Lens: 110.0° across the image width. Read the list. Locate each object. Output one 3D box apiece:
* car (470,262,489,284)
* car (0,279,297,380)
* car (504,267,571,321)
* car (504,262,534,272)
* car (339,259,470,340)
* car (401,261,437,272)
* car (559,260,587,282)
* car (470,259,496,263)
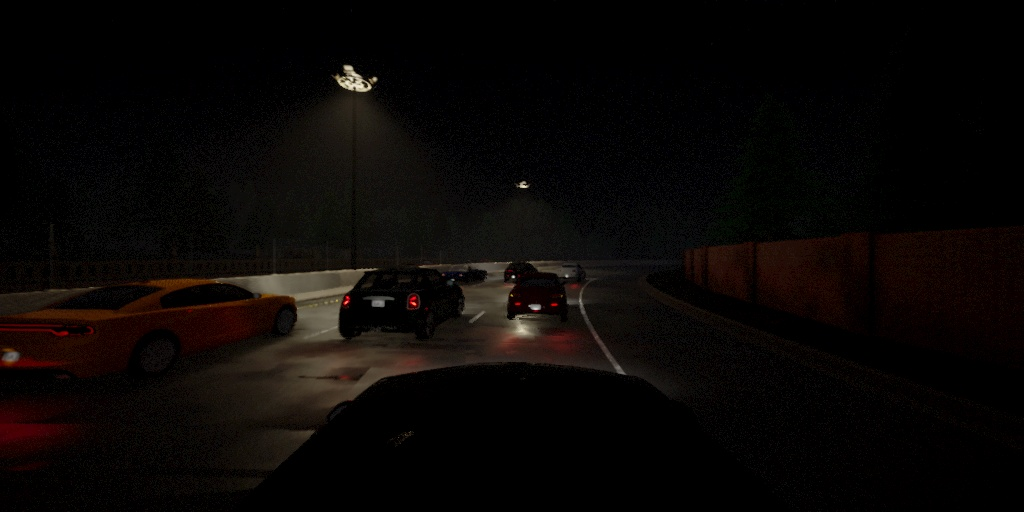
[{"bbox_3d":[-3.407,1.318,26.153,1.895,1.301,4.718,0,0,15],"label":"car"},{"bbox_3d":[-6.578,1.194,7.280,1.882,1.535,5.008,0,0,3],"label":"car"},{"bbox_3d":[0.954,1.272,12.404,1.812,1.442,4.674,0,0,7],"label":"car"},{"bbox_3d":[0.804,1.240,27.993,1.837,1.490,4.892,0,0,17],"label":"car"},{"bbox_3d":[-2.799,1.084,10.140,2.097,1.767,4.553,0,0,5],"label":"car"},{"bbox_3d":[-11.636,1.268,45.161,1.895,1.301,4.718,0,0,24],"label":"car"},{"bbox_3d":[4.863,1.278,29.211,1.812,1.442,4.674,0,0,18],"label":"car"},{"bbox_3d":[-3.680,1.180,45.659,1.882,1.535,5.008,0,0,26],"label":"car"}]
